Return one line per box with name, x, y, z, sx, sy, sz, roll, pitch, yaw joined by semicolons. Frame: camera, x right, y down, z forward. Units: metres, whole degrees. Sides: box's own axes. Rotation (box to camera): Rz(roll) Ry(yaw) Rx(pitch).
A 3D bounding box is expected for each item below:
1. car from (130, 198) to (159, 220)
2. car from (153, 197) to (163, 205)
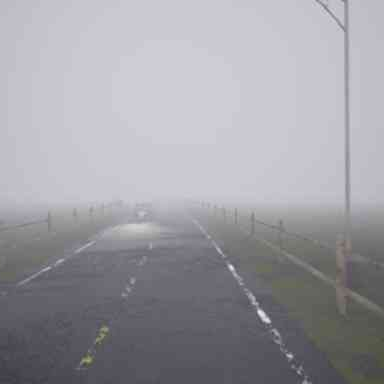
car;-4.202;1.585;28.781;2.128;1.511;4.902;0;0;-5
car;-6.779;1.632;64.099;1.882;1.535;5.008;0;0;-13
